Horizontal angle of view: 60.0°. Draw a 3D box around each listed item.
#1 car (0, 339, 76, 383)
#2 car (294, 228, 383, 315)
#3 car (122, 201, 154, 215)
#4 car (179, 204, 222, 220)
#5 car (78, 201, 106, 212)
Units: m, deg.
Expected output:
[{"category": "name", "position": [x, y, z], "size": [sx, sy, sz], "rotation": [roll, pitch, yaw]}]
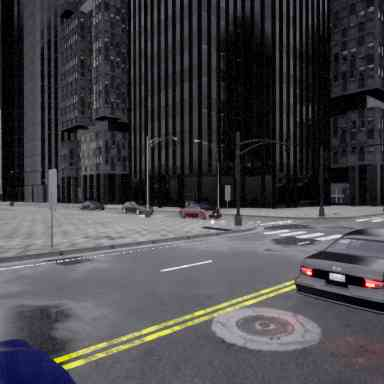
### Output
[{"category": "car", "position": [-2.665, 1.601, 1.161], "size": [4.718, 1.301, 1.895], "rotation": [0, 0, -42]}, {"category": "car", "position": [4.417, 1.547, 7.521], "size": [5.357, 1.411, 2.033], "rotation": [0, 0, -42]}, {"category": "car", "position": [-6.154, 1.796, 37.592], "size": [1.837, 1.490, 4.892], "rotation": [0, 0, -41]}, {"category": "car", "position": [0.684, 1.750, 29.954], "size": [1.994, 1.385, 4.181], "rotation": [0, 0, -43]}, {"category": "car", "position": [-14.019, 1.961, 46.378], "size": [2.033, 1.411, 5.357], "rotation": [0, 0, -42]}]
